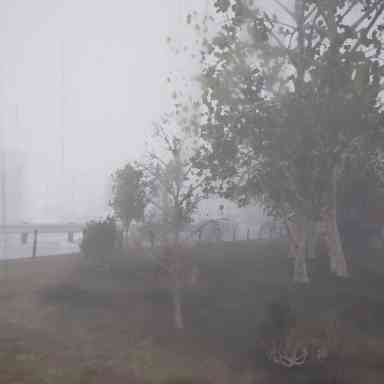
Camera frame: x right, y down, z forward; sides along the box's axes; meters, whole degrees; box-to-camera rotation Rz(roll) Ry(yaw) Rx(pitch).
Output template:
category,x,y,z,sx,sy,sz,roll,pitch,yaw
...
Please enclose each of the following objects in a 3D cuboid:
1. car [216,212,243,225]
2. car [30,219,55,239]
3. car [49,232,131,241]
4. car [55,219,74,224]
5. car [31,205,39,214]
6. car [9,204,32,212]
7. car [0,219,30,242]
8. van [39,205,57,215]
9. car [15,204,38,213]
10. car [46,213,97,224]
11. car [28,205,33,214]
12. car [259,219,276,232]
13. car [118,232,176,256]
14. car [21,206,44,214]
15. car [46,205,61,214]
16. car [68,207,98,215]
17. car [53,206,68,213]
category,x,y,z,sx,sy,sz,roll,pitch,yaw
car,5.818,4.259,53.702,2.150,2.045,5.566,0,-1,-31
car,-19.284,4.205,38.439,5.566,2.045,2.435,0,0,17
car,-7.764,4.408,25.650,5.566,2.045,2.435,1,1,17
car,-17.498,4.485,40.807,4.792,1.488,2.163,0,0,17
car,-31.902,4.091,72.671,2.097,1.535,5.008,1,1,19
car,-41.263,3.828,80.209,2.185,1.767,4.553,1,1,19
car,-21.073,4.205,36.081,5.566,2.045,2.435,0,0,17
van,-29.597,3.903,70.674,1.878,1.987,4.442,1,1,19
car,-38.923,3.861,78.330,2.185,1.767,4.553,1,1,19
car,-15.766,4.204,43.155,5.566,2.045,2.435,0,0,17
car,-34.271,3.931,74.515,2.185,1.767,4.553,0,1,19
car,9.388,4.074,41.227,1.837,1.490,4.892,1,-5,9
car,-4.063,4.689,30.478,4.792,1.488,2.163,1,1,17
car,-36.599,4.062,76.423,2.002,1.452,4.674,0,1,19
car,-27.223,4.201,68.913,2.002,1.452,4.674,0,1,19
car,-20.166,4.016,63.266,2.435,2.045,5.566,1,1,19
car,-24.810,4.191,67.219,1.946,1.575,5.366,0,1,19
